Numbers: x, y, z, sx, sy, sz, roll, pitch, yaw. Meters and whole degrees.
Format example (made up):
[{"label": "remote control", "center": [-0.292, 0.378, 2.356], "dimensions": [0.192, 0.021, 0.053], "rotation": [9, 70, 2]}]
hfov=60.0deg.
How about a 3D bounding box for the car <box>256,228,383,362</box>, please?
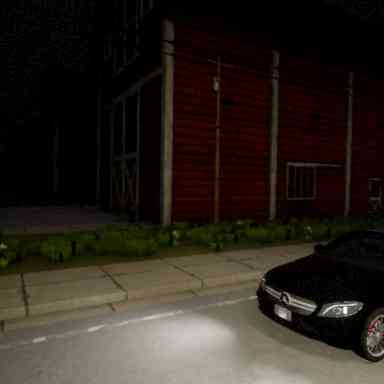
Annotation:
[{"label": "car", "center": [3.279, 1.400, 5.712], "dimensions": [4.674, 1.442, 1.812], "rotation": [0, 2, -29]}]
